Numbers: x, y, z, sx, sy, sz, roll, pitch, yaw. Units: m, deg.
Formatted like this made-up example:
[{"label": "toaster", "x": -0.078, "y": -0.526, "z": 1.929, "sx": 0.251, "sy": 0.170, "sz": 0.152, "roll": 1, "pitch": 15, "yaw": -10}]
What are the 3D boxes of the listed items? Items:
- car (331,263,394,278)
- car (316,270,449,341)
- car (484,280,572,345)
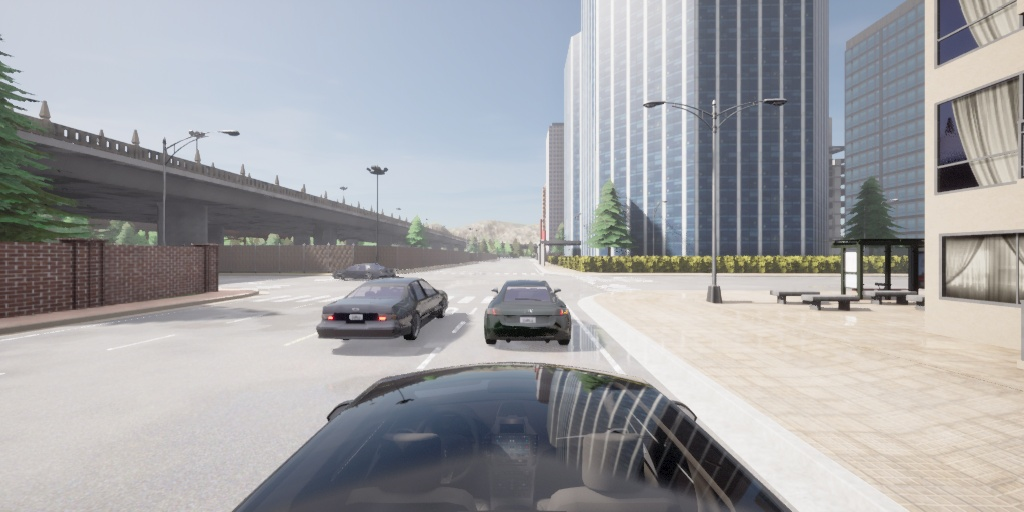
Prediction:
[{"label": "car", "x": -12.349, "y": 1.326, "z": 29.833, "sx": 5.357, "sy": 1.411, "sz": 2.033, "roll": 0, "pitch": 0, "yaw": 20}, {"label": "car", "x": -3.124, "y": 1.297, "z": 9.863, "sx": 2.033, "sy": 1.411, "sz": 5.357, "roll": 0, "pitch": 0, "yaw": 2}, {"label": "car", "x": 0.382, "y": 1.314, "z": 9.531, "sx": 1.994, "sy": 1.385, "sz": 4.181, "roll": 0, "pitch": 0, "yaw": 1}]
